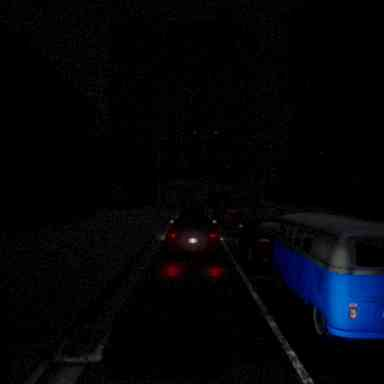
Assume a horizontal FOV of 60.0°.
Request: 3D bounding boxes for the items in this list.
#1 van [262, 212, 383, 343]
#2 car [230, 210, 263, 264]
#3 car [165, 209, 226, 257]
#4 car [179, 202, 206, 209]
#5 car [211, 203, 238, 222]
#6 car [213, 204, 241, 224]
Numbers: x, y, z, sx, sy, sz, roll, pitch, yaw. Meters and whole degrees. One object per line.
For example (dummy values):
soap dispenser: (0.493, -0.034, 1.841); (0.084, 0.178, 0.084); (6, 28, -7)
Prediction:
van: (2.656, 1.348, 6.223); (1.690, 1.788, 3.998); (1, 0, 0)
car: (2.651, 1.561, 11.660); (1.887, 1.381, 4.507); (1, 0, 0)
car: (0.047, 1.584, 12.999); (1.994, 1.385, 4.181); (0, 0, 0)
car: (0.039, 1.563, 27.266); (1.837, 1.490, 4.892); (0, 0, 1)
car: (2.649, 1.643, 27.975); (1.802, 1.307, 4.206); (1, 0, 0)
car: (2.649, 1.627, 22.537); (1.802, 1.307, 4.206); (1, 0, 0)
